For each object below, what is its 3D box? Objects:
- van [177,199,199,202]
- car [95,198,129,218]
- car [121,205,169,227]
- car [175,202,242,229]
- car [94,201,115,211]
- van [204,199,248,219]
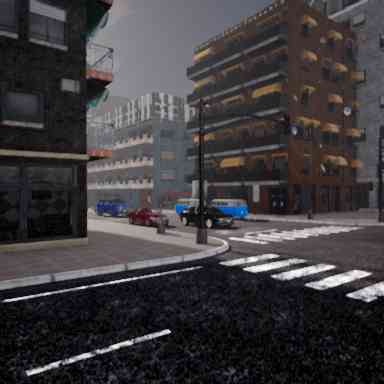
[{"bbox_3d":[-0.199,1.648,34.796,1.690,1.788,3.998,-1,0,-38],"label":"van"},{"bbox_3d":[-8.425,1.635,36.009,2.150,2.045,5.566,0,0,-38],"label":"car"},{"bbox_3d":[-3.405,1.857,25.287,1.802,1.307,4.206,-1,0,-38],"label":"car"},{"bbox_3d":[0.987,1.716,23.804,1.837,1.490,4.892,0,0,-36],"label":"car"},{"bbox_3d":[-13.867,2.183,52.547,1.802,1.307,4.206,-1,0,-38],"label":"car"},{"bbox_3d":[3.220,1.574,30.358,1.690,1.788,3.998,-1,0,-38],"label":"van"}]
